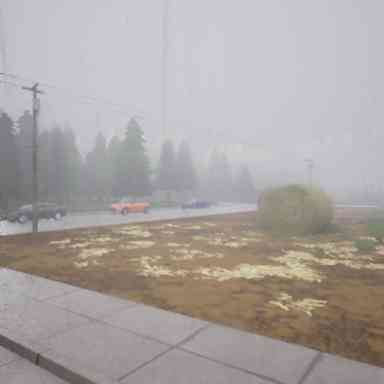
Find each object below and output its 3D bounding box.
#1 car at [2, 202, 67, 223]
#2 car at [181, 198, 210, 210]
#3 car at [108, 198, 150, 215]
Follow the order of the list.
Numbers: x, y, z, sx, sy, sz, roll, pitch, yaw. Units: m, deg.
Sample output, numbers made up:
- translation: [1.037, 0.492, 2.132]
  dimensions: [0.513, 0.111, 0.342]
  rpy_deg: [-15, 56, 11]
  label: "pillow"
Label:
- translation: [-12.614, 1.618, 26.872]
  dimensions: [1.837, 1.490, 4.892]
  rpy_deg: [0, 0, 37]
  label: "car"
- translation: [0.525, 1.589, 44.563]
  dimensions: [1.882, 1.535, 5.008]
  rpy_deg: [0, 0, 37]
  label: "car"
- translation: [-6.618, 1.464, 34.957]
  dimensions: [2.097, 1.767, 4.553]
  rpy_deg: [0, 0, 37]
  label: "car"
